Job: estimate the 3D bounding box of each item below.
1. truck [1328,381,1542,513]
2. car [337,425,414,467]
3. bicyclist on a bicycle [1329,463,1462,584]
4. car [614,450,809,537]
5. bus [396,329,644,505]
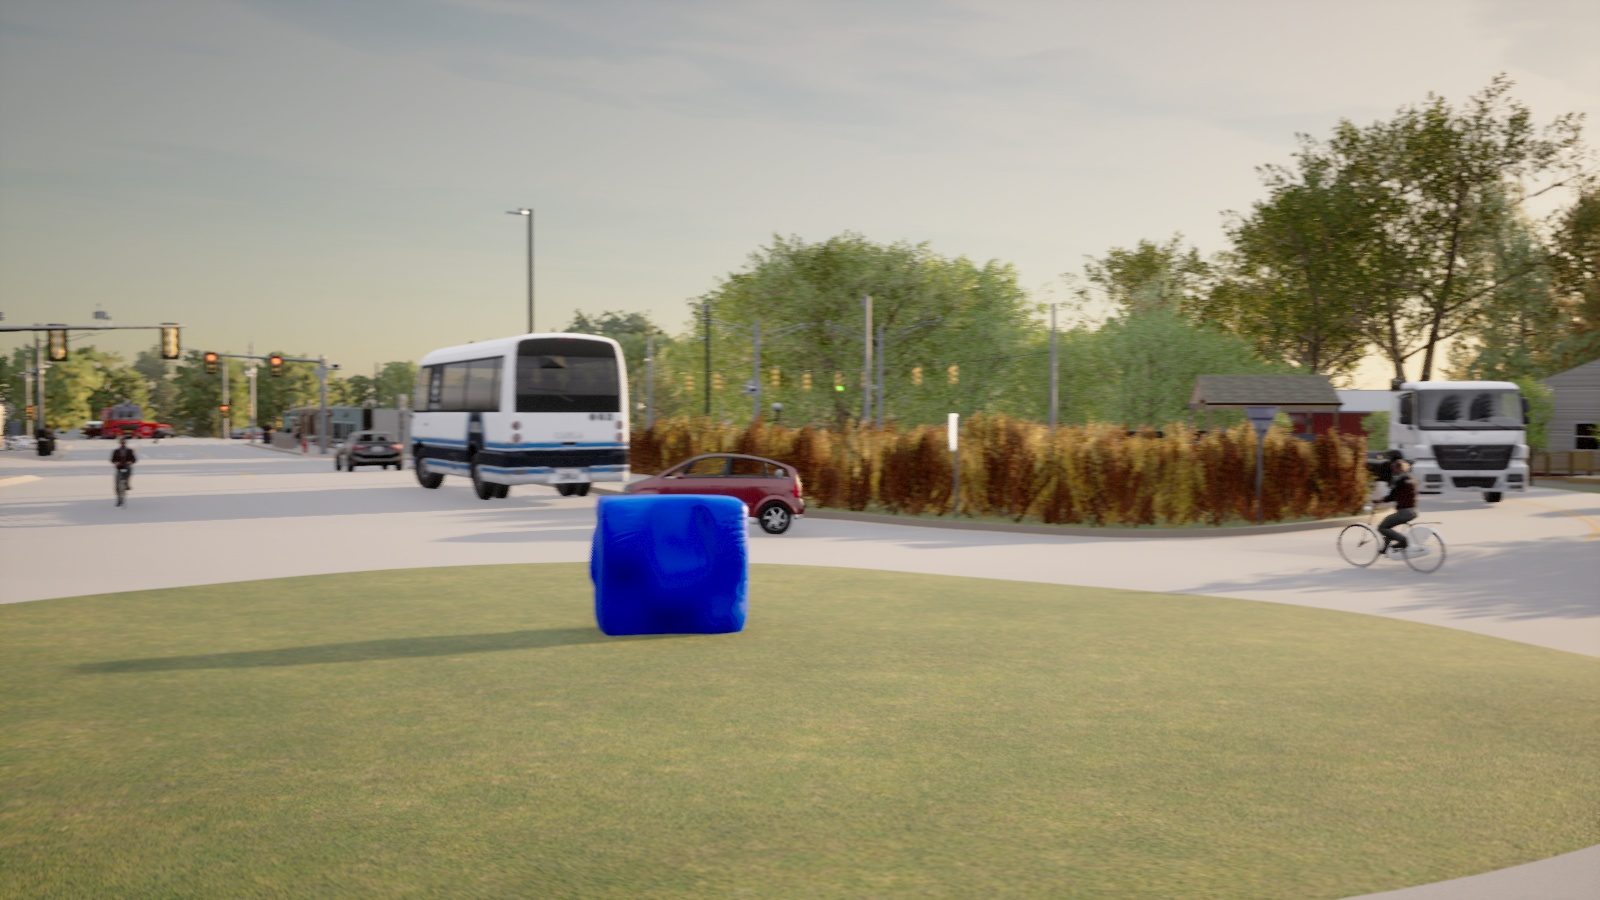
[{"bbox_3d":[18.325,-0.175,36.939,2.891,3.462,7.936,0,1,6],"label":"truck"},{"bbox_3d":[-17.743,-0.151,52.357,2.242,1.667,4.611,-1,0,-29],"label":"car"},{"bbox_3d":[9.362,1.112,19.808,0.659,1.776,1.843,-1,1,-30],"label":"bicyclist on a bicycle"},{"bbox_3d":[-1.711,0.839,25.036,3.705,1.549,1.789,2,1,-1],"label":"car"},{"bbox_3d":[-8.302,-0.966,35.730,3.944,4.253,10.273,-1,2,-30],"label":"bus"}]
